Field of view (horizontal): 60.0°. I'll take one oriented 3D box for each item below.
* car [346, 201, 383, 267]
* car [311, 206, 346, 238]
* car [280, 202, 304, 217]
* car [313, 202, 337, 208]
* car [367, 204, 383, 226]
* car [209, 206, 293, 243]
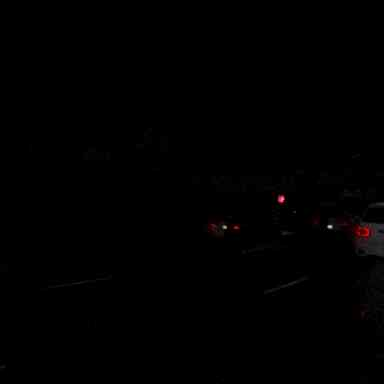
[{"bbox_3d":[7.158,1.323,11.005,2.150,2.045,5.566,0,0,41],"label":"car"},{"bbox_3d":[7.919,1.709,18.162,1.994,1.385,4.181,0,0,32],"label":"car"},{"bbox_3d":[10.333,1.743,34.527,2.128,1.511,4.902,0,0,10],"label":"car"},{"bbox_3d":[13.819,1.746,34.385,1.882,1.535,5.008,1,0,9],"label":"car"},{"bbox_3d":[15.631,1.780,26.605,2.033,1.411,5.357,0,0,18],"label":"car"},{"bbox_3d":[3.011,1.661,17.008,2.033,1.411,5.357,0,0,38],"label":"car"}]
